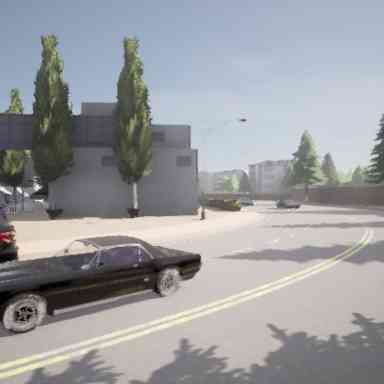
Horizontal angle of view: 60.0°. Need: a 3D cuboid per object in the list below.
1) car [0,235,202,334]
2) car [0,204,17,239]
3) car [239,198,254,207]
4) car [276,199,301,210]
[{"bbox_3d":[-2.101,1.650,7.020,4.718,1.301,1.895,0,0,-41],"label":"car"},{"bbox_3d":[-7.069,1.298,7.592,5.566,2.045,2.150,0,0,-36],"label":"car"},{"bbox_3d":[9.001,1.747,55.602,1.837,1.490,4.892,0,-1,-5],"label":"car"},{"bbox_3d":[13.305,1.720,46.256,2.033,1.411,5.357,0,0,-4],"label":"car"}]
